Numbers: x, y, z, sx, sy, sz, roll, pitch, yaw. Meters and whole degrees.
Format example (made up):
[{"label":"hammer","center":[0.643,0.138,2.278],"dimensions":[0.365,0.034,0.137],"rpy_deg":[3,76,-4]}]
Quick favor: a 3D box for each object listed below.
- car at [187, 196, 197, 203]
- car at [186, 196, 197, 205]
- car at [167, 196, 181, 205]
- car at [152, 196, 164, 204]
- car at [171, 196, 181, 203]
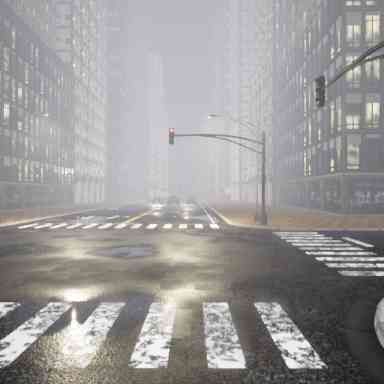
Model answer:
[{"label":"car","center":[-0.054,1.540,70.510],"dimensions":[1.994,1.385,4.181],"rpy_deg":[0,0,0]},{"label":"car","center":[-0.047,1.703,60.537],"dimensions":[1.895,1.301,4.718],"rpy_deg":[0,0,0]},{"label":"car","center":[-3.297,1.452,60.060],"dimensions":[2.097,1.767,4.553],"rpy_deg":[0,0,0]},{"label":"car","center":[-6.550,1.607,64.255],"dimensions":[2.128,1.511,4.902],"rpy_deg":[0,0,0]},{"label":"car","center":[-3.304,1.564,70.121],"dimensions":[1.895,1.301,4.718],"rpy_deg":[0,0,0]}]
